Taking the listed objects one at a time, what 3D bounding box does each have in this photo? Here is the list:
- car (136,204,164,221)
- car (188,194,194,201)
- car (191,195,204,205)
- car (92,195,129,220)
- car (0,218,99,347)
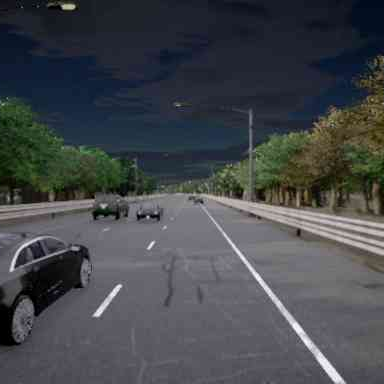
[{"bbox_3d":[-3.401,1.664,27.910,1.895,1.301,4.718,0,0,0],"label":"car"},{"bbox_3d":[-0.002,1.485,79.903,1.837,1.490,4.892,0,0,0],"label":"car"},{"bbox_3d":[1.223,1.611,61.418,1.837,1.490,4.892,0,0,0],"label":"car"},{"bbox_3d":[-6.900,1.286,28.605,2.150,2.045,5.566,0,0,0],"label":"car"},{"bbox_3d":[-3.399,1.509,6.329,2.128,1.511,4.902,0,0,0],"label":"car"}]
